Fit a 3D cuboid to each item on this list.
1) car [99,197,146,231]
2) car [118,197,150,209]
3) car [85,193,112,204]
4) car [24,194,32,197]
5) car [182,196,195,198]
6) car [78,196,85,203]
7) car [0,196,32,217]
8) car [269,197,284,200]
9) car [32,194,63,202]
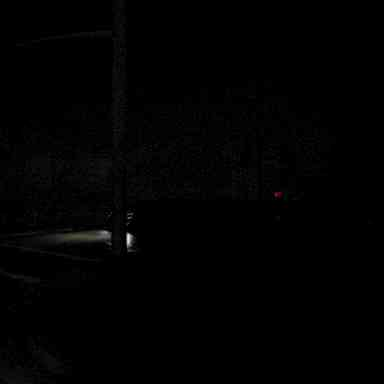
[{"bbox_3d":[-3.090,1.355,20.673,2.097,1.767,4.553,0,0,35],"label":"car"},{"bbox_3d":[-7.589,1.384,43.878,1.970,1.475,3.806,0,0,35],"label":"car"},{"bbox_3d":[-15.963,1.097,59.059,1.932,1.855,4.605,0,0,35],"label":"car"},{"bbox_3d":[-34.445,1.232,71.230,1.970,1.475,3.806,0,0,35],"label":"car"},{"bbox_3d":[-0.870,1.374,48.215,1.845,1.501,3.633,0,0,35],"label":"car"},{"bbox_3d":[-18.573,1.077,60.400,1.905,1.878,3.866,0,0,35],"label":"car"},{"bbox_3d":[-15.897,1.340,26.955,2.007,1.523,4.514,0,0,35],"label":"car"},{"bbox_3d":[9.707,1.351,39.055,2.097,1.767,4.553,0,0,35],"label":"car"},{"bbox_3d":[-29.019,1.154,67.788,2.152,1.636,5.027,0,0,35],"label":"car"}]
